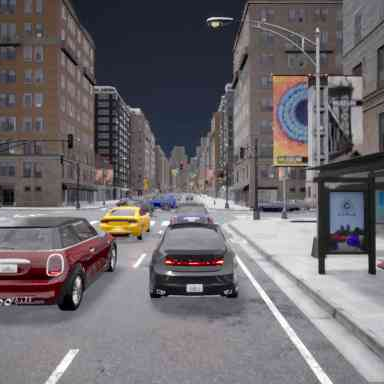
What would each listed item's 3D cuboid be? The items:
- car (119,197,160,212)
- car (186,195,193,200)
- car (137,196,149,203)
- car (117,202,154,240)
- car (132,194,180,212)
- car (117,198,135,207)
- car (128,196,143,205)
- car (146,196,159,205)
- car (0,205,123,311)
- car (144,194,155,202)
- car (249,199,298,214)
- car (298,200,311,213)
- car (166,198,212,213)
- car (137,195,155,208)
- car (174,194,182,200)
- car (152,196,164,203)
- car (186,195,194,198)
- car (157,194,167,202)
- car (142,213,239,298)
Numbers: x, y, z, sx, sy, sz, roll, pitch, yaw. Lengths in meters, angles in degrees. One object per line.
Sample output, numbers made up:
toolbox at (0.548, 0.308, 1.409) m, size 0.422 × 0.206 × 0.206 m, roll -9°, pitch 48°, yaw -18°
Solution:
car at (-5.083, 1.458, 28.252) m, size 1.837 × 1.490 × 4.892 m, roll -2°, pitch -2°, yaw 29°
car at (-0.620, 1.438, 92.024) m, size 1.895 × 1.301 × 4.718 m, roll 0°, pitch 0°, yaw 0°
car at (-10.227, 1.617, 70.230) m, size 1.895 × 1.301 × 4.718 m, roll 0°, pitch 0°, yaw 0°
car at (-3.279, 1.485, 17.055) m, size 1.882 × 1.535 × 5.008 m, roll 0°, pitch 0°, yaw -1°
car at (-4.540, 1.300, 38.864) m, size 5.566 × 2.045 × 2.150 m, roll 0°, pitch -1°, yaw -1°
car at (-10.197, 1.585, 51.362) m, size 1.994 × 1.385 × 4.181 m, roll 0°, pitch 0°, yaw 0°
car at (-10.230, 1.526, 60.182) m, size 1.837 × 1.490 × 4.892 m, roll 0°, pitch 0°, yaw 0°
car at (-6.986, 1.547, 58.911) m, size 1.812 × 1.442 × 4.674 m, roll 0°, pitch 0°, yaw 0°
car at (-3.220, 1.355, 7.927) m, size 2.097 × 1.767 × 4.553 m, roll 0°, pitch 0°, yaw -1°
car at (-10.295, 1.375, 80.544) m, size 2.097 × 1.767 × 4.553 m, roll 0°, pitch 0°, yaw 0°
car at (8.508, 1.676, 35.728) m, size 4.718 × 1.301 × 1.895 m, roll 0°, pitch -1°, yaw -1°
car at (11.400, 1.619, 39.041) m, size 4.902 × 1.511 × 2.128 m, roll 0°, pitch -1°, yaw 0°
car at (-0.033, 1.360, 17.433) m, size 2.097 × 1.767 × 4.553 m, roll 0°, pitch 0°, yaw 0°
car at (-6.940, 1.373, 50.335) m, size 2.097 × 1.767 × 4.553 m, roll 0°, pitch 0°, yaw 0°
car at (-3.870, 1.368, 91.973) m, size 2.128 × 1.511 × 4.902 m, roll 0°, pitch 0°, yaw 0°
car at (-6.968, 1.586, 68.919) m, size 1.994 × 1.385 × 4.181 m, roll 0°, pitch 0°, yaw 0°
car at (-0.551, 1.489, 81.575) m, size 1.882 × 1.535 × 5.008 m, roll 0°, pitch 0°, yaw 0°
car at (-7.035, 1.375, 79.036) m, size 2.097 × 1.767 × 4.553 m, roll 0°, pitch 0°, yaw 0°
car at (0.024, 1.508, 8.497) m, size 1.837 × 1.490 × 4.892 m, roll 0°, pitch 0°, yaw -1°
